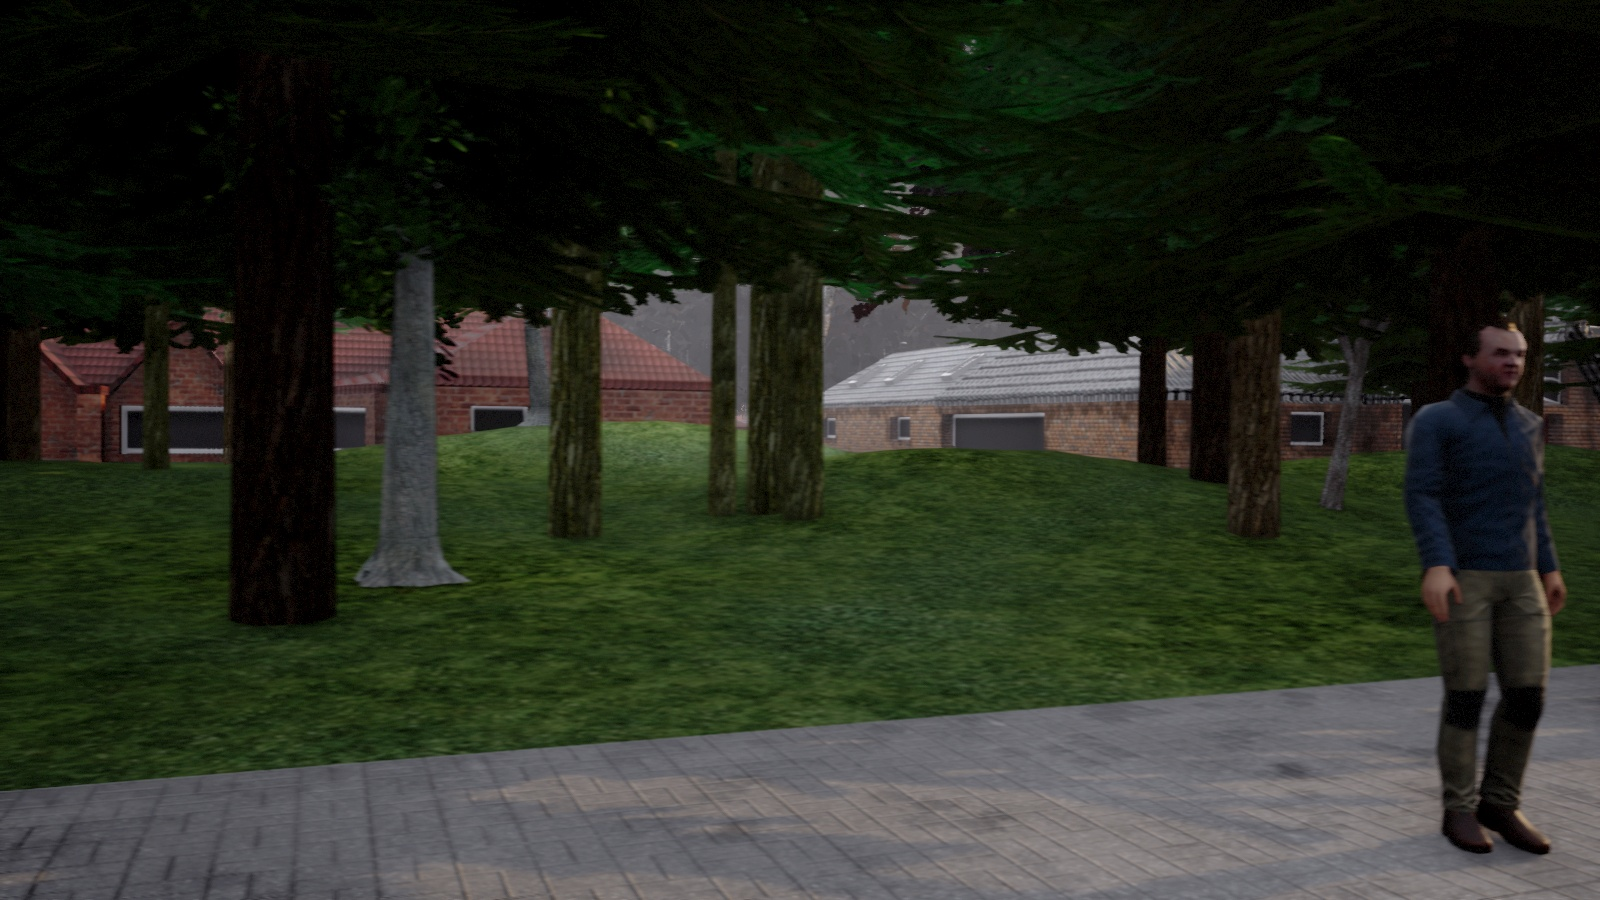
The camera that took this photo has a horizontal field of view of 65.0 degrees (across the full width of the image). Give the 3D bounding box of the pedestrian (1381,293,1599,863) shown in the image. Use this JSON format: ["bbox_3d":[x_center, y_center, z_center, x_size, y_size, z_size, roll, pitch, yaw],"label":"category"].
[{"bbox_3d":[2.436,0.409,4.426,0.402,1.842,0.726,-1,1,-4],"label":"pedestrian"}]
